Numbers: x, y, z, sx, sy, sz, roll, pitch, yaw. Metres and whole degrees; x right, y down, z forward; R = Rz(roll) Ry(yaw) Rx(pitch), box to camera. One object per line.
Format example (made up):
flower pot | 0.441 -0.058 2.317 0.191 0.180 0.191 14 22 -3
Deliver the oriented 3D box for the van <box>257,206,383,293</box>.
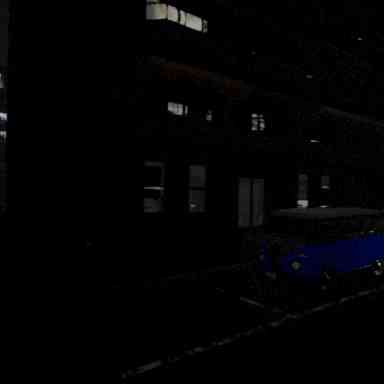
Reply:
van | 3.466 1.308 8.498 3.998 1.788 1.690 0 2 -35
